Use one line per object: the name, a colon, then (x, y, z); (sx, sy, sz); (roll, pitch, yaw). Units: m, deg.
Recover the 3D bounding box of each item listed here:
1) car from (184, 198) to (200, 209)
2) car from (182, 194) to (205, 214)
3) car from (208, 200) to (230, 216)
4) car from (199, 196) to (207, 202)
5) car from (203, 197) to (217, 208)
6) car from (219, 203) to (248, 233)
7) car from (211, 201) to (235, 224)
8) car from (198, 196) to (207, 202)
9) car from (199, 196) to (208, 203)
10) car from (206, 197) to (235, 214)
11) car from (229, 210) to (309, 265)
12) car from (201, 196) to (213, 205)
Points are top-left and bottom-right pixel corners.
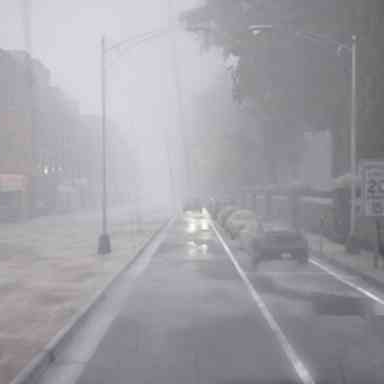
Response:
car: (0.014, 1.617, 47.031); (2.033, 1.411, 5.357); (0, 0, 0)
car: (0.059, 1.389, 36.416); (2.097, 1.767, 4.553); (0, 0, 0)
car: (2.630, 1.555, 33.427); (1.752, 1.417, 4.829); (-1, 0, 0)
car: (2.689, 1.769, 82.020); (1.752, 1.417, 4.829); (-1, 0, 0)
car: (2.631, 1.519, 49.609); (1.967, 1.590, 4.097); (-1, 0, 0)
car: (2.628, 1.526, 17.076); (1.752, 1.417, 4.829); (-1, 0, 0)
car: (2.629, 1.557, 22.357); (2.008, 1.369, 4.403); (-1, 0, 0)
car: (2.666, 1.807, 83.994); (2.008, 1.369, 4.403); (-1, 0, 0)
car: (2.637, 1.763, 76.859); (2.008, 1.369, 4.403); (-1, 0, 0)
car: (2.625, 1.332, 27.807); (2.192, 1.841, 5.009); (-1, 0, 0)
car: (2.628, 1.548, 11.456); (2.008, 1.369, 4.403); (-1, 0, 0)
car: (2.763, 1.606, 61.302); (1.882, 1.535, 5.008); (0, 0, 0)
